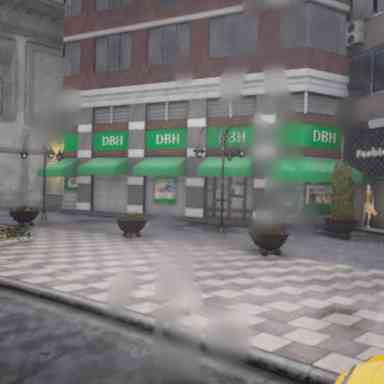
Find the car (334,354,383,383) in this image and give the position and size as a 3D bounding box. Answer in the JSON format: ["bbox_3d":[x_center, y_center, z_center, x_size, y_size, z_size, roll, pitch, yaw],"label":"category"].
[{"bbox_3d":[3.153,1.524,1.021,5.366,1.575,1.801,2,1,38],"label":"car"}]
